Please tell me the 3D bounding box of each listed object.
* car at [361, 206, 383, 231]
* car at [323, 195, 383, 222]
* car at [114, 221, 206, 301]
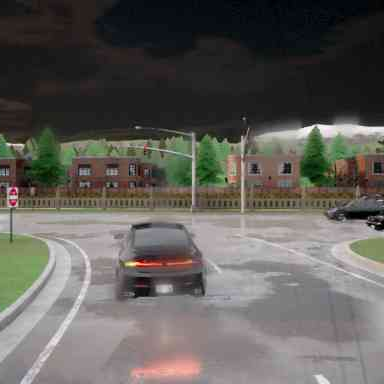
[{"bbox_3d":[12.266,1.601,18.283,4.718,1.301,1.895,0,0,6],"label":"car"},{"bbox_3d":[12.485,1.351,25.299,4.553,1.767,2.097,0,0,6],"label":"car"},{"bbox_3d":[-0.888,1.505,8.418,1.837,1.490,4.892,0,0,-9],"label":"car"}]
